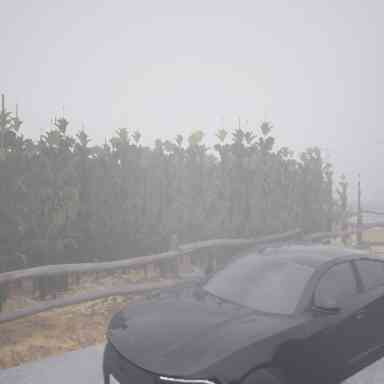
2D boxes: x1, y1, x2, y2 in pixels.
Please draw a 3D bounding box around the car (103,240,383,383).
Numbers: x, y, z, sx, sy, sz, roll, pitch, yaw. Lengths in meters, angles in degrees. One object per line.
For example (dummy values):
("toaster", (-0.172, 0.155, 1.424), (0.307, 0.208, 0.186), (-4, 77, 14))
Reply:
("car", (1.343, 1.477, 4.460), (5.008, 1.535, 1.882), (0, 0, -36))
